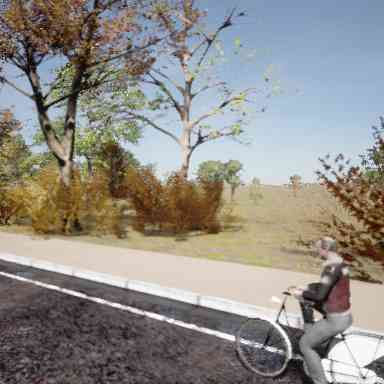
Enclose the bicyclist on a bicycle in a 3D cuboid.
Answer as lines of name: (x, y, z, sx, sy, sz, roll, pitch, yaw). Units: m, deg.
bicyclist on a bicycle: (1.296, 1.369, 3.710, 1.843, 1.776, 0.659, 0, 0, 35)
